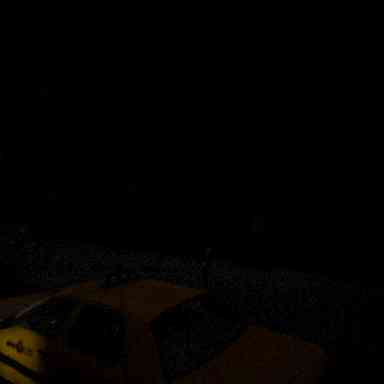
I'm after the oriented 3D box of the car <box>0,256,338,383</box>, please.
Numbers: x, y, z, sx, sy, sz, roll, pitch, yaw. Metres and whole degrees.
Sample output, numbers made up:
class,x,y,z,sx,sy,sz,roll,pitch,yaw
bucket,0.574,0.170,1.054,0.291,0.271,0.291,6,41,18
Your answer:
class,x,y,z,sx,sy,sz,roll,pitch,yaw
car,-0.976,1.554,3.770,4.829,1.417,1.752,-1,0,35
